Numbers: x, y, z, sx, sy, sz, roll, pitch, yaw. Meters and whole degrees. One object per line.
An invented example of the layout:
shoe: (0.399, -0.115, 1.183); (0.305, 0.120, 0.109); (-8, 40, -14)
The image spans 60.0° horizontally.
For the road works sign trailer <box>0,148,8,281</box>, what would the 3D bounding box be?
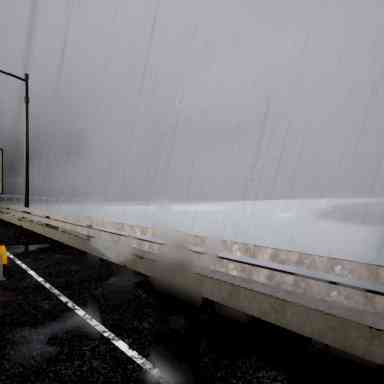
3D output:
road works sign trailer: (-6.477, 0.468, 8.991); (2.380, 3.560, 2.880); (0, 0, -38)
